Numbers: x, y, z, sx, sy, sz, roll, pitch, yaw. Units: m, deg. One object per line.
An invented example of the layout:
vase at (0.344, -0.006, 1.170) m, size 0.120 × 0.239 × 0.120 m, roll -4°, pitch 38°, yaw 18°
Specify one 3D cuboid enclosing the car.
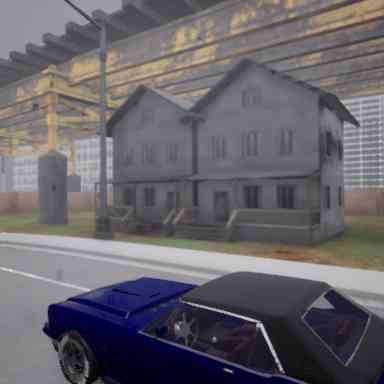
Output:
car at (0.394, 1.615, 3.700) m, size 4.718 × 1.301 × 1.895 m, roll -1°, pitch 0°, yaw 36°
